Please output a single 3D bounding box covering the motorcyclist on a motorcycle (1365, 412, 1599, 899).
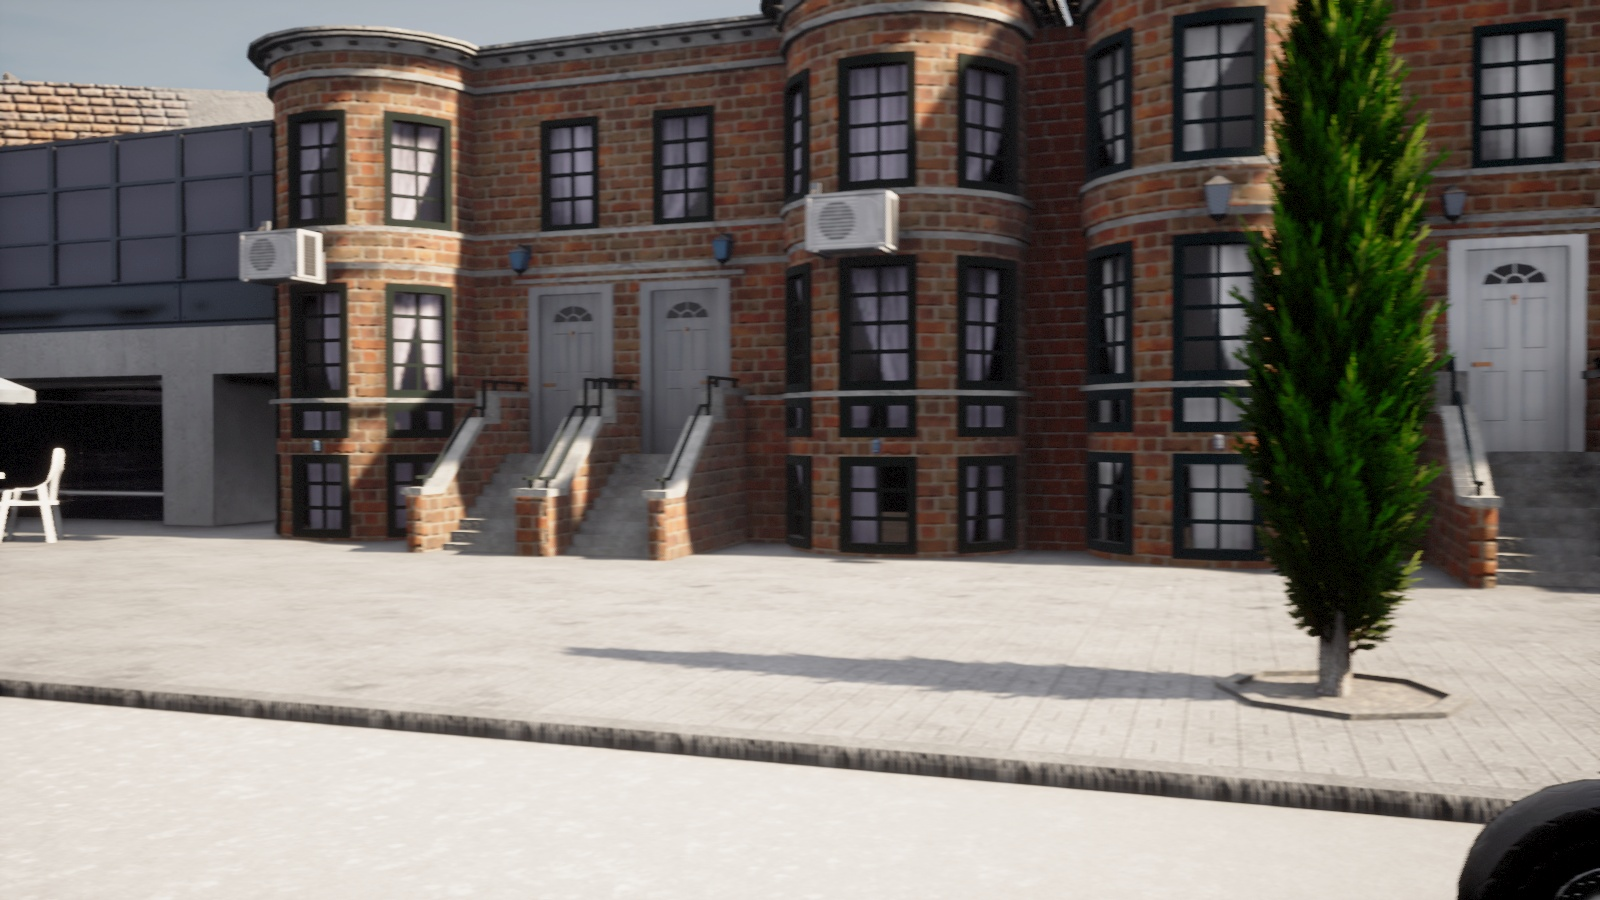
[{"bbox_3d":[2.606,0.741,2.842,2.350,1.649,0.766,0,1,19],"label":"motorcyclist on a motorcycle"}]
